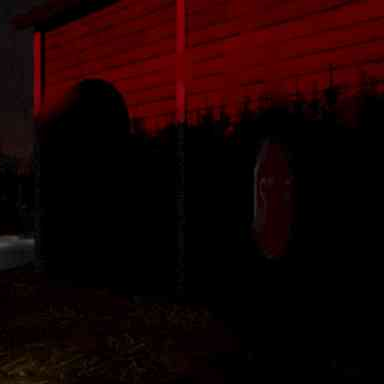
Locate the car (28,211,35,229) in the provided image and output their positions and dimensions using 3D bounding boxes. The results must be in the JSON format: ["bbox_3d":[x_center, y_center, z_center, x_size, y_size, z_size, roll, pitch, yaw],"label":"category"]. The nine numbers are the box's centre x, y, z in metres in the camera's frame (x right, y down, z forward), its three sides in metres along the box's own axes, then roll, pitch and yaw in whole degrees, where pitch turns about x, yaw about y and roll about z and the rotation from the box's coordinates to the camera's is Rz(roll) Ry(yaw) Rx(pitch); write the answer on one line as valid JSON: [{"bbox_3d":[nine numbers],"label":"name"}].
[{"bbox_3d":[-6.240,1.226,18.840,2.150,2.045,5.566,0,0,34],"label":"car"}]
